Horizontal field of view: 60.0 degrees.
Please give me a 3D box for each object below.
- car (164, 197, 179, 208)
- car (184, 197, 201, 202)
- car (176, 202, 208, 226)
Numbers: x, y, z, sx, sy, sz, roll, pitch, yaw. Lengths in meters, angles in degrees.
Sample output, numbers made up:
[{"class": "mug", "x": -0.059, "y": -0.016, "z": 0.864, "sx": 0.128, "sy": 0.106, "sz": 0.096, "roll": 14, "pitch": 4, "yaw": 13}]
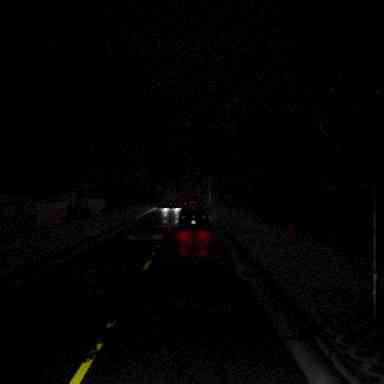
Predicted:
[{"class": "car", "x": -2.787, "y": 1.396, "z": 45.471, "sx": 1.812, "sy": 1.442, "sz": 4.674, "roll": 0, "pitch": 0, "yaw": 1}, {"class": "car", "x": 0.092, "y": 1.403, "z": 41.701, "sx": 1.837, "sy": 1.490, "sz": 4.892, "roll": 0, "pitch": 1, "yaw": 0}, {"class": "car", "x": 0.097, "y": 1.582, "z": 22.867, "sx": 1.895, "sy": 1.301, "sz": 4.718, "roll": 0, "pitch": 0, "yaw": 0}]
